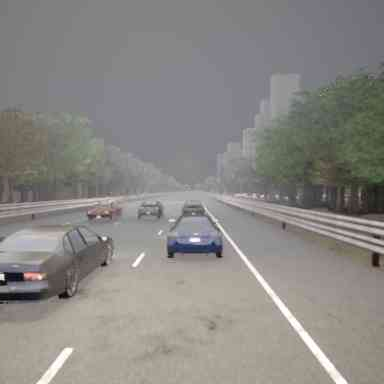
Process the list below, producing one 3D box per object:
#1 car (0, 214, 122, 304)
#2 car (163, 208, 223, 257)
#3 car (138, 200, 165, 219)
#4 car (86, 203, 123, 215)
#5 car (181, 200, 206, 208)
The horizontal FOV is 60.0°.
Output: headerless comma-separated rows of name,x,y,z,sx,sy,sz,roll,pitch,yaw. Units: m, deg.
car,-3.412,1.533,8.362,2.033,1.411,5.357,0,0,0
car,0.099,1.540,12.915,1.994,1.385,4.181,0,0,0
car,-3.393,1.431,28.361,2.128,1.511,4.902,0,0,0
car,-6.894,1.544,26.824,1.895,1.301,4.718,0,0,0
car,0.107,1.445,28.413,1.837,1.490,4.892,0,0,0
